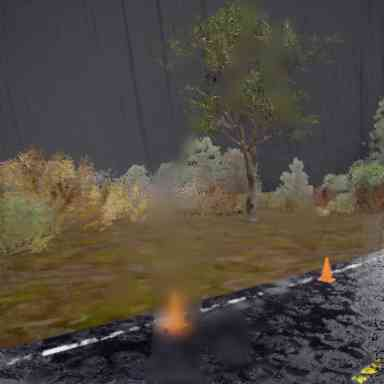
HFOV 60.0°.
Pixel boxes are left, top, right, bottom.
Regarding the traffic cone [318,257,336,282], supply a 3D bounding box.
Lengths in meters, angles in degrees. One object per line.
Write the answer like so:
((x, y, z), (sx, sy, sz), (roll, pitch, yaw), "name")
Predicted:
((3.542, 2.010, 8.724), (0.340, 0.580, 0.340), (0, 0, -40), "traffic cone")

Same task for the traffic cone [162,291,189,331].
((-0.283, 1.991, 5.673), (0.340, 0.580, 0.340), (0, 0, -37), "traffic cone")
